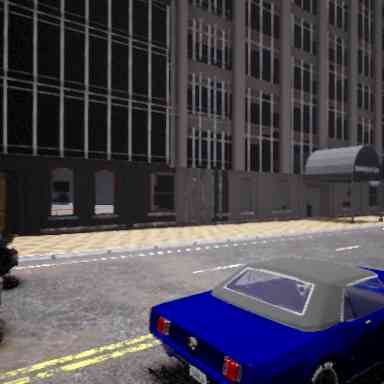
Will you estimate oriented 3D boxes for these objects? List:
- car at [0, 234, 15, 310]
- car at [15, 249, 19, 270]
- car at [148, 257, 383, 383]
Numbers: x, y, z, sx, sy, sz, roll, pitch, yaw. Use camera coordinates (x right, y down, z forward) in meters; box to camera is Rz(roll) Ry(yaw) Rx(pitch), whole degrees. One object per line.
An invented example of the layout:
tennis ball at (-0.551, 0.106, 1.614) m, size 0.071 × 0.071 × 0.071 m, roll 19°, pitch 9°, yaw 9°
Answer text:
car at (-5.376, 1.195, 3.849) m, size 5.566 × 2.045 × 2.150 m, roll 1°, pitch 0°, yaw -35°
car at (-6.439, 1.476, 7.081) m, size 4.902 × 1.511 × 2.128 m, roll 1°, pitch 0°, yaw -35°
car at (1.876, 1.650, 4.770) m, size 4.718 × 1.301 × 1.895 m, roll 1°, pitch 0°, yaw -35°
